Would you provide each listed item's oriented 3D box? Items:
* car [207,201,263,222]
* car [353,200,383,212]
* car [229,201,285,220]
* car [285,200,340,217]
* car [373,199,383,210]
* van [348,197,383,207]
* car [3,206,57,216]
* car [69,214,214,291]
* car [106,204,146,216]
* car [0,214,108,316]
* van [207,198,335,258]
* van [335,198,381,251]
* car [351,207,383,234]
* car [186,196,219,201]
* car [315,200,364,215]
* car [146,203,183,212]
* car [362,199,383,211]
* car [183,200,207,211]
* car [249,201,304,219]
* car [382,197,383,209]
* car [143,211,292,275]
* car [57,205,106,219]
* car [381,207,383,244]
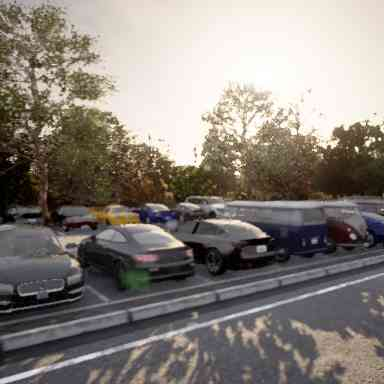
[{"bbox_3d":[3.679,1.647,29.314,2.097,1.535,5.008,0,0,-36],"label":"car"},{"bbox_3d":[23.987,1.799,43.858,2.002,1.452,4.674,0,0,-36],"label":"car"},{"bbox_3d":[5.935,1.659,30.931,2.097,1.535,5.008,0,0,-36],"label":"car"},{"bbox_3d":[12.814,1.694,35.626,1.946,1.575,5.366,0,0,-36],"label":"car"},{"bbox_3d":[28.499,1.825,47.093,2.002,1.452,4.674,0,0,-36],"label":"car"},{"bbox_3d":[9.617,1.411,17.616,1.878,1.987,4.442,0,0,-36],"label":"van"},{"bbox_3d":[-9.877,1.576,19.628,2.163,1.488,4.792,1,0,-36],"label":"car"},{"bbox_3d":[-1.712,1.591,9.349,2.002,1.452,4.674,1,0,-36],"label":"car"},{"bbox_3d":[-5.452,1.587,22.991,1.946,1.575,5.366,0,0,-36],"label":"car"},{"bbox_3d":[-3.995,1.524,7.724,2.231,1.521,4.892,1,0,-36],"label":"car"},{"bbox_3d":[2.780,1.367,12.715,1.878,1.987,4.442,0,0,-36],"label":"van"},{"bbox_3d":[5.193,1.384,14.158,1.878,1.987,4.442,0,0,-36],"label":"van"},{"bbox_3d":[11.961,1.689,19.155,2.002,1.452,4.674,0,0,-36],"label":"car"},{"bbox_3d":[1.443,1.383,27.670,2.435,2.045,5.566,0,0,-36],"label":"car"},{"bbox_3d":[17.235,1.751,38.987,2.163,1.488,4.792,0,0,-36],"label":"car"},{"bbox_3d":[-3.084,1.607,24.454,2.097,1.535,5.008,0,0,-36],"label":"car"},{"bbox_3d":[26.245,1.772,45.474,2.097,1.535,5.008,0,0,-36],"label":"car"},{"bbox_3d":[-0.826,1.623,26.072,2.231,1.521,4.892,0,0,-36],"label":"car"},{"bbox_3d":[8.191,1.673,32.549,2.231,1.521,4.892,0,0,-36],"label":"car"},{"bbox_3d":[30.736,1.673,48.738,2.185,1.767,4.553,0,0,-36],"label":"car"},{"bbox_3d":[0.552,1.605,11.011,2.163,1.488,4.792,0,0,-36],"label":"car"},{"bbox_3d":[-7.581,1.602,21.202,2.163,1.488,4.792,1,0,-36],"label":"car"},{"bbox_3d":[7.409,1.624,15.883,2.097,1.535,5.008,0,0,-36],"label":"car"}]
